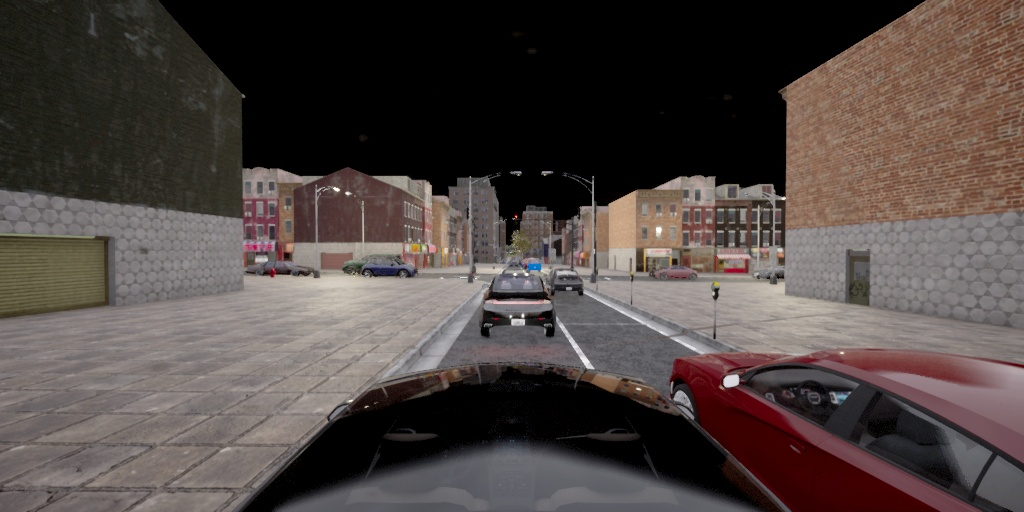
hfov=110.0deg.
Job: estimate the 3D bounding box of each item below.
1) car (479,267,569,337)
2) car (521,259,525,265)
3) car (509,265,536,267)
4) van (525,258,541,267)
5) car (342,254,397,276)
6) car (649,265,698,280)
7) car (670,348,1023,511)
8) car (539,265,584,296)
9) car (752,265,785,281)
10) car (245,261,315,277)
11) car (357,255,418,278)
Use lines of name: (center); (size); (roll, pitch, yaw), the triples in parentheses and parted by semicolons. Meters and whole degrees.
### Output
car: (0.143, 1.243, 10.292); (2.128, 1.511, 4.902); (0, 0, 0)
car: (2.922, 1.249, 56.737); (2.192, 1.841, 5.009); (0, 0, 0)
car: (0.222, 1.369, 20.335); (1.895, 1.301, 4.718); (0, 0, 1)
van: (2.867, 1.210, 46.156); (1.690, 1.789, 3.998); (0, 0, 0)
car: (-13.184, 0.834, 34.282); (5.566, 2.045, 2.150); (1, 1, 0)
car: (15.290, 1.554, 34.094); (4.181, 1.385, 1.994); (1, 1, 0)
car: (2.637, 1.294, 2.326); (1.888, 1.381, 4.507); (0, 0, 0)
car: (2.725, 1.316, 19.201); (2.007, 1.370, 4.403); (0, 0, 0)
car: (25.582, 1.614, 34.019); (4.902, 1.511, 2.128); (0, 1, 0)
car: (-20.159, 1.106, 31.380); (5.357, 1.411, 2.033); (1, 1, 0)
car: (-10.607, 1.039, 31.322); (4.553, 1.767, 2.097); (1, 1, 0)
